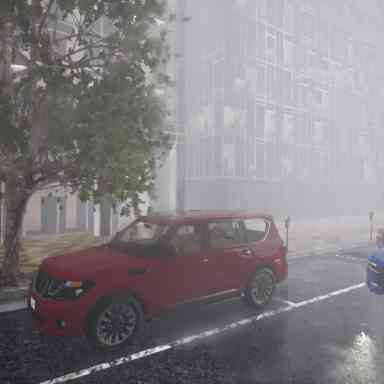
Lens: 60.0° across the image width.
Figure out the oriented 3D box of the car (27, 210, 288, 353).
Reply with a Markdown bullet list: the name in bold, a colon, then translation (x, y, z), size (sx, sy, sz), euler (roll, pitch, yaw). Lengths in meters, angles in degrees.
- **car**: translation (-0.291, 1.316, 6.344), size (5.009, 1.841, 2.192), euler (0, 1, -36)

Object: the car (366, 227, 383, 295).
- **car**: translation (5.939, 1.479, 7.638), size (5.008, 1.535, 1.882), euler (0, 0, -36)
